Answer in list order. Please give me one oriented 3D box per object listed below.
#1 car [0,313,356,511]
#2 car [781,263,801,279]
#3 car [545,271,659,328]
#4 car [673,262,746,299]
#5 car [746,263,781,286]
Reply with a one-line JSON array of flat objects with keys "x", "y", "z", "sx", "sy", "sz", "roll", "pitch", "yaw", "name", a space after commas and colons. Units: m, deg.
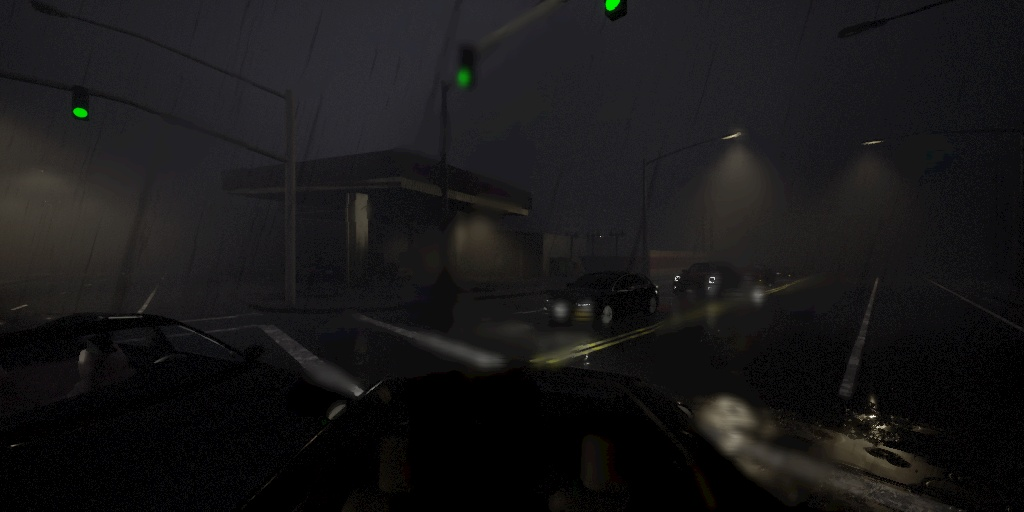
[{"x": -3.379, "y": 1.242, "z": 2.693, "sx": 4.902, "sy": 1.511, "sz": 2.128, "roll": 0, "pitch": 0, "yaw": 16, "name": "car"}, {"x": 24.304, "y": 1.314, "z": 32.075, "sx": 4.181, "sy": 1.385, "sz": 1.994, "roll": 0, "pitch": 0, "yaw": -44, "name": "car"}, {"x": 3.069, "y": 1.255, "z": 11.608, "sx": 4.892, "sy": 1.490, "sz": 1.837, "roll": 0, "pitch": 0, "yaw": -44, "name": "car"}, {"x": 10.018, "y": 1.102, "z": 18.341, "sx": 4.553, "sy": 1.767, "sz": 2.097, "roll": 0, "pitch": 0, "yaw": -44, "name": "car"}, {"x": 17.056, "y": 1.314, "z": 25.138, "sx": 4.181, "sy": 1.385, "sz": 1.994, "roll": 0, "pitch": 0, "yaw": -45, "name": "car"}]
